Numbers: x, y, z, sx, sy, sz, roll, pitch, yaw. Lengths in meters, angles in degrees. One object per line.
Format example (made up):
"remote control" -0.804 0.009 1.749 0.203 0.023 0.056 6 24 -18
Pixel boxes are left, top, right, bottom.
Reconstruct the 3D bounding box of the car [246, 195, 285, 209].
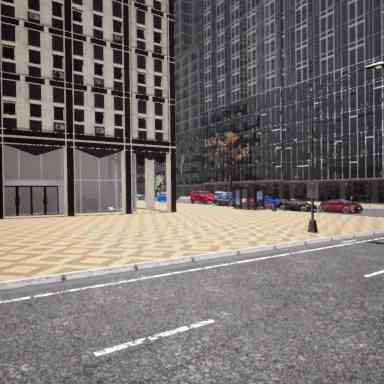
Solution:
"car" 9.370 1.227 42.864 1.882 1.535 5.008 -1 1 -34

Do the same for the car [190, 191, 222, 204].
"car" 1.850 0.849 53.931 2.150 2.045 5.566 -1 1 -34

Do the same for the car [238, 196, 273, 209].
"car" 7.987 1.388 40.105 1.802 1.307 4.206 0 1 -34

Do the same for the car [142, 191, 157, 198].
"car" -10.581 0.686 82.464 1.967 1.590 4.097 0 1 -34

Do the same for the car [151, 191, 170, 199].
"car" -7.382 0.615 77.765 2.192 1.841 5.009 0 1 -34

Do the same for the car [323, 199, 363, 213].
"car" 15.258 1.408 34.211 1.994 1.385 4.181 -1 1 -34

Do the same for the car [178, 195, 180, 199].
"car" -4.183 0.936 73.070 1.802 1.307 4.206 0 1 -34

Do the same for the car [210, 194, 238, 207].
"car" 4.837 1.319 44.836 1.947 1.339 4.313 0 1 -34

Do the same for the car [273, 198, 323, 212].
"car" 11.172 1.424 35.395 1.947 1.339 4.313 0 1 -34

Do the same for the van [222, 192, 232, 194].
"van" 5.412 0.855 58.972 1.690 1.788 3.998 0 1 -34

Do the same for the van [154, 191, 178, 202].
"van" -4.713 0.937 58.956 1.690 1.788 3.998 0 1 -34

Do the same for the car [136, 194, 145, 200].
"car" -11.111 1.039 68.355 2.008 1.369 4.403 0 1 -34
